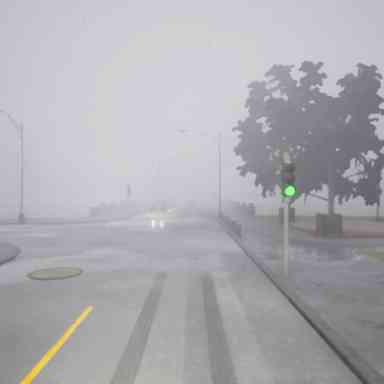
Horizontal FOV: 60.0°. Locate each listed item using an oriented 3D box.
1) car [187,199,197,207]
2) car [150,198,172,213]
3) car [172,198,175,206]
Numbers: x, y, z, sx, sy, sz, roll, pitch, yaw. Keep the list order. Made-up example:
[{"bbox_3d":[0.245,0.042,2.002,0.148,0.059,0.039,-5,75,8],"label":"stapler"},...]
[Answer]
[{"bbox_3d":[-0.010,1.943,61.253,2.033,1.411,5.357,0,0,0],"label":"car"},{"bbox_3d":[-4.107,1.762,41.815,2.128,1.511,4.902,0,0,0],"label":"car"},{"bbox_3d":[-4.102,1.809,51.362,1.882,1.535,5.008,0,0,0],"label":"car"}]
